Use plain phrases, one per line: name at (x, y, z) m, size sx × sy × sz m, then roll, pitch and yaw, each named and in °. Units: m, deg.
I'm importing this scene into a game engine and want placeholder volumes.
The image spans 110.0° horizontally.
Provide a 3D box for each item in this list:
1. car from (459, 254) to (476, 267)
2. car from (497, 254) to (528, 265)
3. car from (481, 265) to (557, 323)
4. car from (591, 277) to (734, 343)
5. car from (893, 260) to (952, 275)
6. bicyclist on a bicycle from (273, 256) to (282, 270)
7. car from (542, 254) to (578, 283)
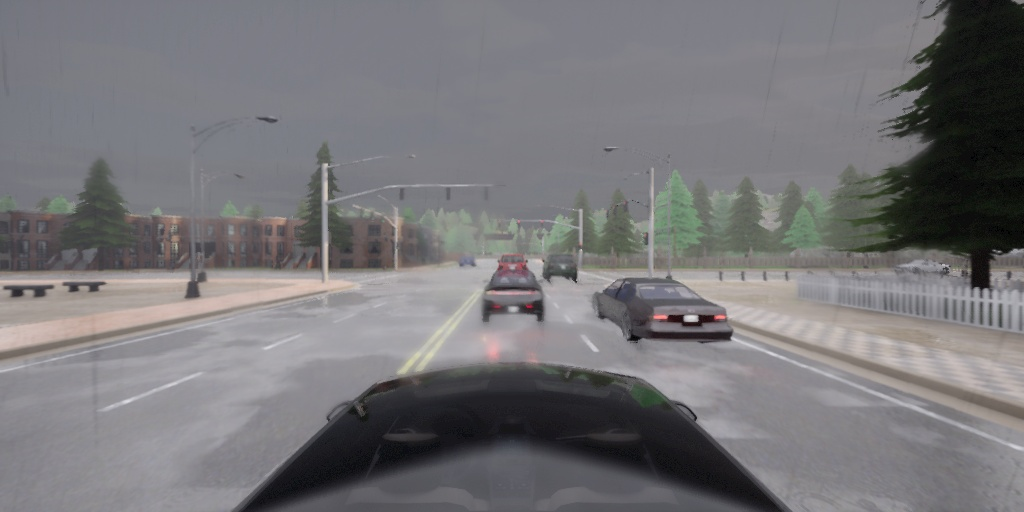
car at (-7.057, 0.738, 57.722) m, size 2.150 × 2.045 × 5.566 m, roll 0°, pitch 0°, yaw 0°
car at (0.058, 0.868, 27.153) m, size 2.150 × 2.045 × 5.566 m, roll 0°, pitch 1°, yaw 0°
car at (0.056, 1.198, 11.860) m, size 2.128 × 1.511 × 4.902 m, roll 0°, pitch 0°, yaw 0°
car at (3.537, 1.265, 9.559) m, size 2.033 × 1.411 × 5.357 m, roll 0°, pitch 0°, yaw 0°
car at (41.622, 1.131, 36.395) m, size 4.674 × 1.442 × 1.812 m, roll 0°, pitch 0°, yaw 0°
bicyclist on a bicycle at (-28.832, 0.877, 44.047) m, size 0.582 × 1.620 × 1.656 m, roll 0°, pitch 0°, yaw -1°
car at (3.558, 0.868, 27.187) m, size 2.150 × 2.045 × 5.566 m, roll 0°, pitch 1°, yaw 0°
